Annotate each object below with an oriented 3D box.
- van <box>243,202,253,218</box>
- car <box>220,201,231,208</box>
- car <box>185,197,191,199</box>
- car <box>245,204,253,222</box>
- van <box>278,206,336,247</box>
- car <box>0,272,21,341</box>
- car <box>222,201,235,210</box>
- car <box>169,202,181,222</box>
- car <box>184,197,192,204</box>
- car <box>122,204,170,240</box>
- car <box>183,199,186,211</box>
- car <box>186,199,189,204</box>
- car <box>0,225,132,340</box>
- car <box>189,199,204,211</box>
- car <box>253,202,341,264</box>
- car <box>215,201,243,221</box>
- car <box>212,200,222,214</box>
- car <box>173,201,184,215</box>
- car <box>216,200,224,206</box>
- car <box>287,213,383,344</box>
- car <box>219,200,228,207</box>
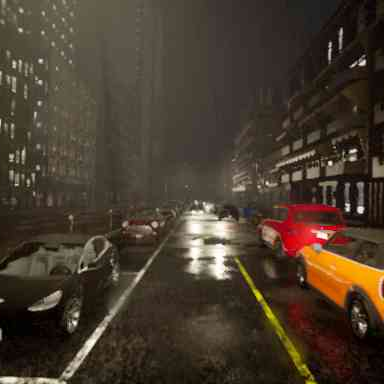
[{"bbox_3d":[6.192,1.899,34.124,1.690,1.788,3.998,1,-1,1],"label":"van"},{"bbox_3d":[6.768,2.509,67.421,1.752,1.417,4.829,1,-1,1],"label":"car"},{"bbox_3d":[-1.325,2.558,83.966,1.947,1.339,4.313,1,-1,1],"label":"car"},{"bbox_3d":[6.091,2.033,28.600,1.887,1.381,4.507,1,-1,1],"label":"car"},{"bbox_3d":[5.903,1.693,17.560,1.690,1.788,3.998,1,-1,1],"label":"van"},{"bbox_3d":[-2.767,1.488,1.142,1.887,1.381,4.507,1,-1,1],"label":"car"},{"bbox_3d":[6.668,2.474,61.730,1.947,1.339,4.313,1,-1,1],"label":"car"},{"bbox_3d":[-2.286,1.828,28.749,2.008,1.369,4.403,1,-1,1],"label":"car"},{"bbox_3d":[-1.128,2.458,95.012,2.192,1.841,5.009,1,-1,1],"label":"car"},{"bbox_3d":[-2.476,1.581,17.709,1.967,1.590,4.097,1,-1,1],"label":"car"},{"bbox_3d":[-2.091,1.856,39.795,1.967,1.590,4.097,1,-1,1],"label":"car"},{"bbox_3d":[-1.901,2.120,50.836,1.947,1.339,4.313,1,-1,1],"label":"car"},{"bbox_3d":[-2.671,1.575,6.663,1.947,1.339,4.313,1,-1,1],"label":"car"},{"bbox_3d":[0.821,2.208,52.520,1.994,1.385,4.181,1,-1,1],"label":"car"},{"bbox_3d":[4.039,1.476,12.909,2.150,2.045,5.566,1,-1,1],"label":"car"},{"bbox_3d":[3.497,1.972,32.281,1.837,1.490,4.892,1,-1,2],"label":"car"},{"bbox_3d":[3.662,2.148,42.960,2.033,1.411,5.357,1,-1,1],"label":"car"},{"bbox_3d":[-2.190,1.897,34.271,2.008,1.369,4.403,1,-1,1],"label":"car"},{"bbox_3d":[7.052,2.748,83.817,1.887,1.381,4.507,1,-1,1],"label":"car"},{"bbox_3d":[3.686,1.519,6.847,2.097,1.767,4.553,1,-1,1],"label":"car"},{"bbox_3d":[6.863,2.582,72.944,1.752,1.417,4.829,1,-1,1],"label":"car"}]
